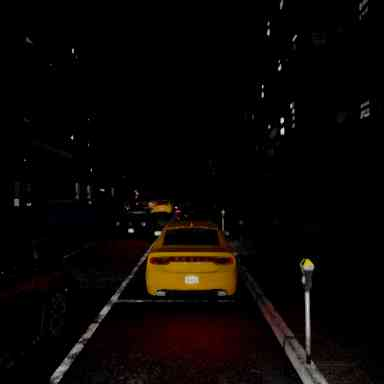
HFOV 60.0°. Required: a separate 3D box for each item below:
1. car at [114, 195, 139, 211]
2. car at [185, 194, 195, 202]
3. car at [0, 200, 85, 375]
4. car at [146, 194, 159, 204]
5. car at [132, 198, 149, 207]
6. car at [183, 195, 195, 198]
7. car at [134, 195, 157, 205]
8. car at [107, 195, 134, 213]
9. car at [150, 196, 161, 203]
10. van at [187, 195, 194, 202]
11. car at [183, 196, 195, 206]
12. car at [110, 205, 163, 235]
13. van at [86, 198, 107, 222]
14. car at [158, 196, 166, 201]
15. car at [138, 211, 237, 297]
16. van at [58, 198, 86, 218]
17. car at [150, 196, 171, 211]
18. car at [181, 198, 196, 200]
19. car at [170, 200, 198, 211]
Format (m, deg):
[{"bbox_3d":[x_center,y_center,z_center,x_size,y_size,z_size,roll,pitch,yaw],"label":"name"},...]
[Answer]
[{"bbox_3d":[-8.312,1.379,42.876,2.192,1.841,5.009,1,0,0],"label":"car"},{"bbox_3d":[-0.469,1.521,81.536,2.192,1.841,5.009,1,0,0],"label":"car"},{"bbox_3d":[-3.020,1.225,3.095,2.150,2.045,5.566,0,0,0],"label":"car"},{"bbox_3d":[-8.314,1.471,70.528,2.192,1.841,5.009,1,0,0],"label":"car"},{"bbox_3d":[-8.319,1.660,53.938,1.947,1.339,4.313,1,0,0],"label":"car"},{"bbox_3d":[-0.427,1.490,37.286,1.967,1.590,4.097,1,0,0],"label":"car"},{"bbox_3d":[-5.817,1.413,42.199,2.097,1.767,4.553,0,0,0],"label":"car"},{"bbox_3d":[-8.312,1.365,37.346,2.192,1.841,5.009,1,0,0],"label":"car"},{"bbox_3d":[-8.320,1.725,76.059,1.887,1.381,4.507,1,0,0],"label":"car"},{"bbox_3d":[-0.470,1.576,87.068,1.690,1.788,3.998,1,0,0],"label":"van"},{"bbox_3d":[-0.471,1.553,59.411,1.967,1.590,4.097,1,0,0],"label":"car"},{"bbox_3d":[-2.980,1.615,18.640,1.895,1.301,4.718,0,0,1],"label":"car"},{"bbox_3d":[-8.312,1.368,26.285,1.690,1.788,3.998,1,0,0],"label":"van"},{"bbox_3d":[-8.322,1.847,92.652,1.802,1.307,4.206,1,0,0],"label":"car"},{"bbox_3d":[-0.006,1.482,8.653,1.882,1.535,5.008,0,0,0],"label":"car"},{"bbox_3d":[-8.311,1.359,20.753,1.690,1.788,3.998,2,0,0],"label":"van"},{"bbox_3d":[-2.967,1.523,35.467,1.882,1.535,5.008,0,0,0],"label":"car"},{"bbox_3d":[-0.437,1.582,31.754,1.887,1.381,4.507,1,0,0],"label":"car"},{"bbox_3d":[-0.437,1.572,26.224,1.887,1.381,4.507,1,0,0],"label":"car"}]
